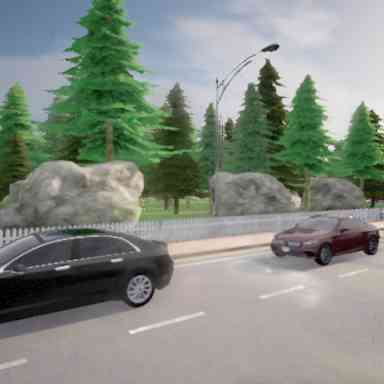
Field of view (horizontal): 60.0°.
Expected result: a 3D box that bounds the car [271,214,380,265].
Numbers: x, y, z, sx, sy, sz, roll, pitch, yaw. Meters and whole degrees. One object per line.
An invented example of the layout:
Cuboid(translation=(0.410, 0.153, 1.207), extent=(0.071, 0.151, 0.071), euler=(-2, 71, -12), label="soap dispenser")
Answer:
Cuboid(translation=(4.832, 1.524, 11.739), extent=(4.674, 1.442, 1.812), euler=(0, 0, -35), label="car")

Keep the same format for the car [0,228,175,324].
Cuboid(translation=(-2.660, 1.504, 6.416), extent=(4.892, 1.490, 1.837), euler=(0, 0, -35), label="car")
